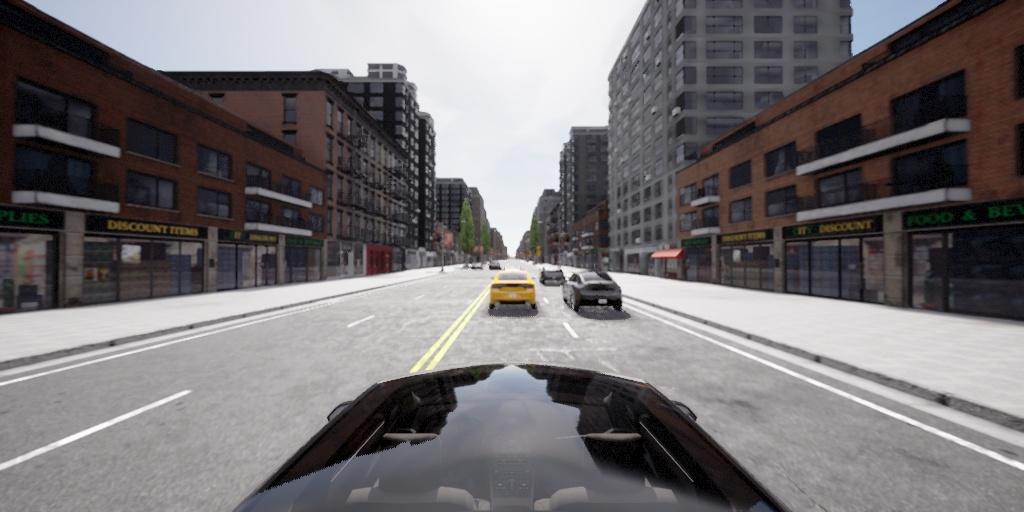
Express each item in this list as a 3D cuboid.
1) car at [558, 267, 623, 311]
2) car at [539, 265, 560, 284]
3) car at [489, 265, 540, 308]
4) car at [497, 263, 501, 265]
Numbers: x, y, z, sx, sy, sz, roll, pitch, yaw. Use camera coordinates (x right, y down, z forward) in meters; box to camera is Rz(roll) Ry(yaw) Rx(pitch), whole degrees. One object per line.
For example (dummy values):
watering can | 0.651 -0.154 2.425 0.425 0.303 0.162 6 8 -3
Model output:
car | 3.291 1.394 15.355 1.837 1.490 4.892 0 0 1
car | 3.317 1.529 30.352 2.128 1.511 4.902 0 0 1
car | 0.051 1.372 16.099 1.882 1.535 5.008 0 0 1
car | 0.067 1.529 30.362 2.128 1.511 4.902 0 0 1
